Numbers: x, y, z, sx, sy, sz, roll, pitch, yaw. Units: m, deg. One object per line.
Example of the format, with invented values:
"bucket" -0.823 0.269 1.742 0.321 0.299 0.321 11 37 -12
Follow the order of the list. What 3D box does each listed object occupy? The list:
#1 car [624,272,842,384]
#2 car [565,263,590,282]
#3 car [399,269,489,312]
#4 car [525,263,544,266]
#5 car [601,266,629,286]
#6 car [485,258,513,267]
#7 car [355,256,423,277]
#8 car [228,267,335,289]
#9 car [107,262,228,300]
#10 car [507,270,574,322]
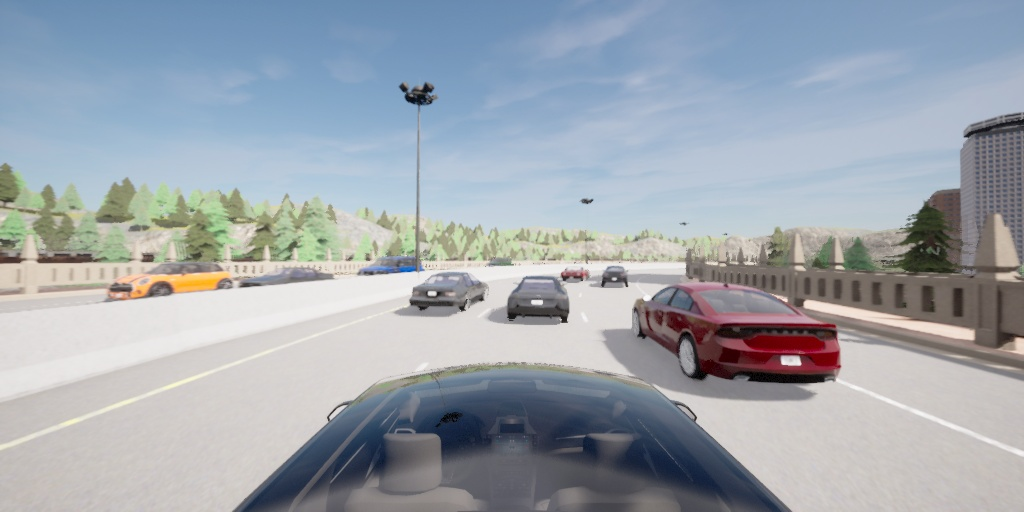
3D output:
"car" 3.927 1.271 7.323 1.882 1.535 5.008 0 0 4
"car" 5.676 1.532 31.711 1.895 1.301 4.718 0 0 20
"car" -2.340 1.342 14.634 2.033 1.411 5.357 0 0 9
"car" 3.884 1.761 58.811 1.895 1.301 4.718 0 -1 34
"car" 7.698 1.432 26.741 1.812 1.442 4.674 0 0 17
"car" -2.016 1.332 56.093 2.150 2.045 5.566 0 -1 32
"car" -7.865 1.045 23.716 2.150 2.045 5.566 0 0 14
"car" -12.241 1.326 19.966 2.033 1.411 5.357 0 0 11
"car" -16.167 1.094 17.277 2.097 1.767 4.553 0 0 9
"car" 0.991 1.365 12.697 1.994 1.385 4.181 0 0 7
